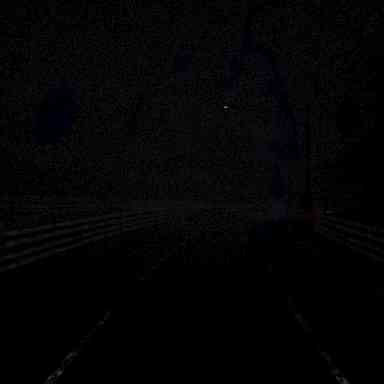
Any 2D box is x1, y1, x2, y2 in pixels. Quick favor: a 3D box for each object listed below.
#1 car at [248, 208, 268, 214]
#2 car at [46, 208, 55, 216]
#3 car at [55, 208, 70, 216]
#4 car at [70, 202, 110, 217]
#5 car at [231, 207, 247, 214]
[{"bbox_3d":[14.924,4.244,72.693,1.895,1.301,4.718,-2,-4,40],"label":"car"},{"bbox_3d":[-17.334,2.420,45.340,1.882,1.535,5.008,-2,-4,40],"label":"car"},{"bbox_3d":[-14.643,2.446,43.100,1.895,1.301,4.718,-2,-4,40],"label":"car"},{"bbox_3d":[-12.014,2.098,40.800,2.097,1.767,4.553,-2,-4,40],"label":"car"},{"bbox_3d":[9.387,4.069,71.562,1.812,1.442,4.674,-2,-4,40],"label":"car"}]
